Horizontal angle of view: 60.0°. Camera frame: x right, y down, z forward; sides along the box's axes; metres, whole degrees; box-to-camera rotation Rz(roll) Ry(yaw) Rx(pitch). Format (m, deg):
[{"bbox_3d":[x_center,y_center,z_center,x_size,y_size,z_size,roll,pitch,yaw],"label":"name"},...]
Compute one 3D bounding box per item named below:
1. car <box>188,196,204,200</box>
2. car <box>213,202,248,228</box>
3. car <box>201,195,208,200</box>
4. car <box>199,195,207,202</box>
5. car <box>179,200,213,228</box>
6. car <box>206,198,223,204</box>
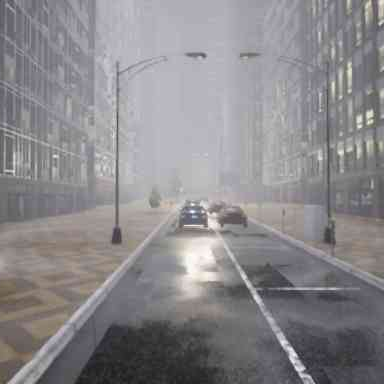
[{"bbox_3d":[0.088,1.496,41.899,1.994,1.385,4.181,0,0,0],"label":"car"},{"bbox_3d":[2.571,1.541,21.643,1.802,1.307,4.206,1,0,0],"label":"car"},{"bbox_3d":[2.558,1.350,71.750,1.967,1.590,4.097,1,0,0],"label":"car"},{"bbox_3d":[2.554,1.489,77.317,1.802,1.307,4.206,1,0,0],"label":"car"},{"bbox_3d":[0.093,1.505,22.073,2.033,1.411,5.357,0,0,0],"label":"car"},{"bbox_3d":[2.568,1.525,32.777,1.802,1.307,4.206,1,0,0],"label":"car"}]
